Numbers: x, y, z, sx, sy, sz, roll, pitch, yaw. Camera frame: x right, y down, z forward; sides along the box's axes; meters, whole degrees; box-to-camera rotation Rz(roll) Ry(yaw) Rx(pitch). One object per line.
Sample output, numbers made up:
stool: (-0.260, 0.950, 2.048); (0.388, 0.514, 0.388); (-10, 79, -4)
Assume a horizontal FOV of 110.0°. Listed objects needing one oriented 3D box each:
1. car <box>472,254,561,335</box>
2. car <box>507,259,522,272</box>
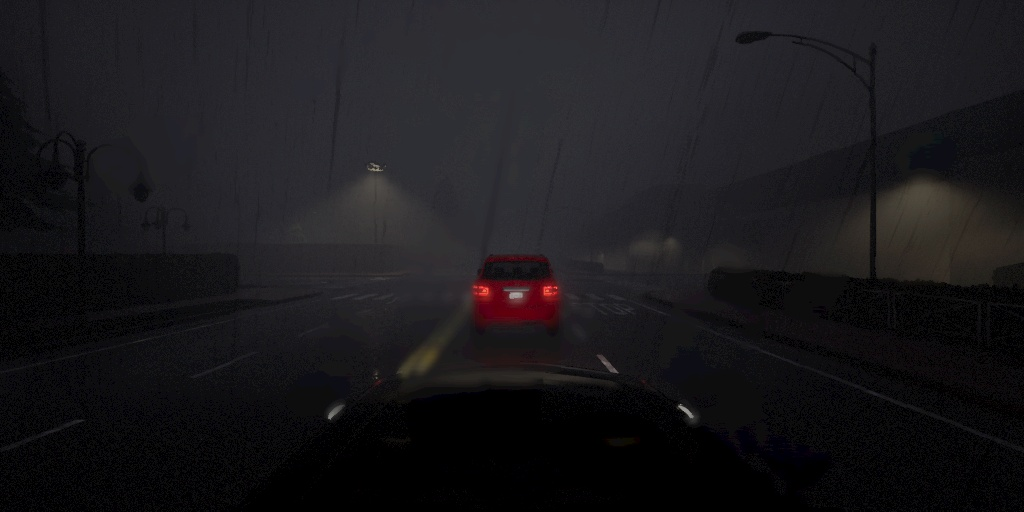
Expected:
car: (0.117, 0.971, 10.625); (2.150, 2.045, 5.566); (0, 0, 0)
car: (0.348, 1.228, 46.368); (1.882, 1.535, 5.008); (0, 0, 1)
